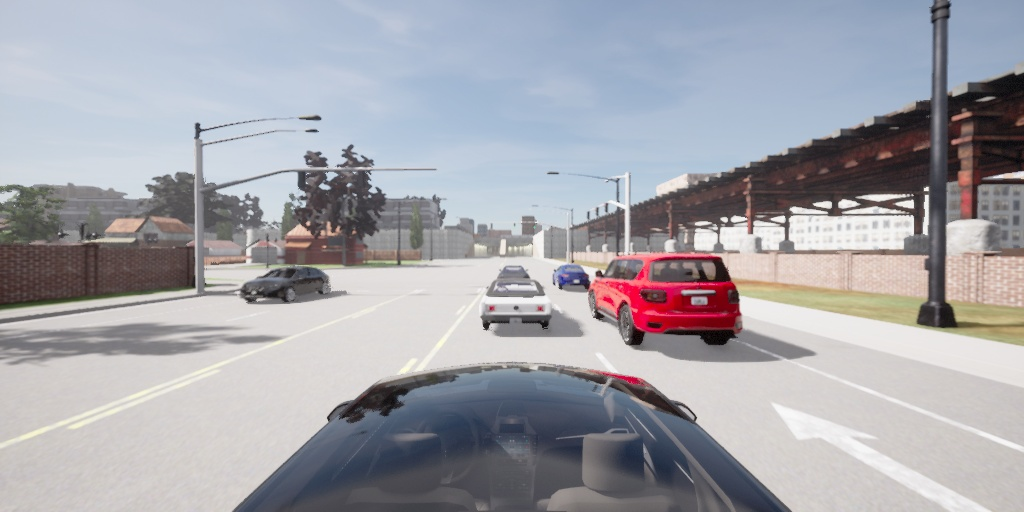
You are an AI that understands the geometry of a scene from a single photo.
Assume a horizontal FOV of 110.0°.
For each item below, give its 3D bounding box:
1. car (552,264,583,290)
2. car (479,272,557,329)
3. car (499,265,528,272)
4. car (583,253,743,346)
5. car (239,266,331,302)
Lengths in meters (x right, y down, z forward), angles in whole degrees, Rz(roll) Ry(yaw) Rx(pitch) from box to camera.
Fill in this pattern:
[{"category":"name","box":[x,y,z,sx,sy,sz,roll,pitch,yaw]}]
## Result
[{"category":"car","box":[3.601,1.237,22.331,1.812,1.442,4.674,0,0,0]},{"category":"car","box":[0.099,1.348,11.282,1.895,1.301,4.718,0,0,0]},{"category":"car","box":[0.102,1.274,22.778,1.994,1.385,4.181,0,1,0]},{"category":"car","box":[3.601,0.967,9.552,2.150,2.045,5.566,0,0,0]},{"category":"car","box":[-10.514,1.260,17.052,1.837,1.490,4.892,0,0,0]}]
